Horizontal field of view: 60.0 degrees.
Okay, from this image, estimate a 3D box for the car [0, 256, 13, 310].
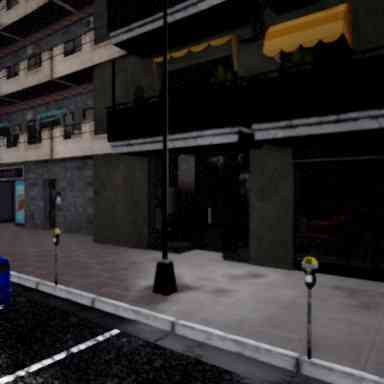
[{"bbox_3d":[-5.419,1.461,6.396,5.008,1.535,1.882,0,0,36],"label":"car"}]
